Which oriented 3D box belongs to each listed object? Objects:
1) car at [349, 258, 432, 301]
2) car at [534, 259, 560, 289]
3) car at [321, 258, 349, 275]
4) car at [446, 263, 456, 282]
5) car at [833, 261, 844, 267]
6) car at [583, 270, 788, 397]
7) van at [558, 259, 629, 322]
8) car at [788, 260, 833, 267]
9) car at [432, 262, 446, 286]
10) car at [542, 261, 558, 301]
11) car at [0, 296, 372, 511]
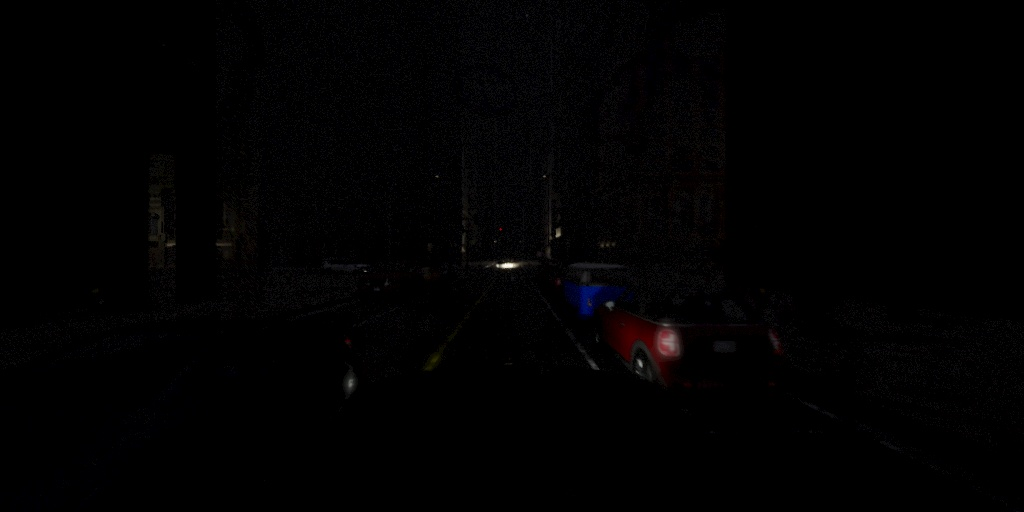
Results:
[{"bbox_3d":[-5.765,1.109,17.787,2.192,1.841,5.009,0,0,0],"label":"car"},{"bbox_3d":[2.760,1.126,23.391,2.192,1.841,5.009,0,0,0],"label":"car"},{"bbox_3d":[-18.949,1.262,41.240,5.566,2.045,2.150,1,0,0],"label":"car"},{"bbox_3d":[-5.766,1.266,28.991,1.967,1.591,4.097,0,0,0],"label":"car"},{"bbox_3d":[41.505,1.286,47.761,4.674,1.442,1.812,0,0,1],"label":"car"},{"bbox_3d":[2.761,1.204,6.586,1.967,1.591,4.097,0,0,0],"label":"car"},{"bbox_3d":[2.761,1.120,12.188,1.690,1.789,3.998,0,0,0],"label":"van"},{"bbox_3d":[33.273,1.257,41.220,5.008,1.535,1.882,0,0,0],"label":"car"},{"bbox_3d":[-5.766,1.335,23.219,1.751,1.417,4.829,0,0,0],"label":"car"},{"bbox_3d":[2.760,1.235,17.789,1.967,1.591,4.097,0,0,0],"label":"car"},{"bbox_3d":[-3.101,1.318,3.252,1.994,1.385,4.181,0,0,0],"label":"car"}]
